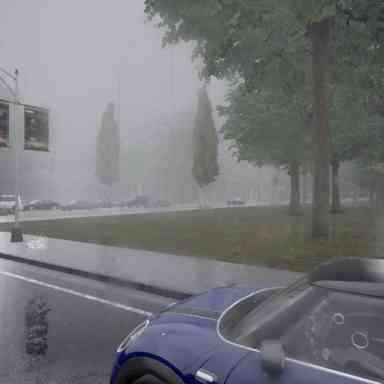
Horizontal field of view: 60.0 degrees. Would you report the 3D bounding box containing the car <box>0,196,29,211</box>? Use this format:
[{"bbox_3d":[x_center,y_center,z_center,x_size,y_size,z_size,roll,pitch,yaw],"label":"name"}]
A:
[{"bbox_3d":[-21.033,1.399,35.541,2.150,2.045,5.566,0,0,34],"label":"car"}]

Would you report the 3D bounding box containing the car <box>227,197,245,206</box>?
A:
[{"bbox_3d":[8.852,1.818,66.558,2.097,1.767,4.553,0,-1,35],"label":"car"}]

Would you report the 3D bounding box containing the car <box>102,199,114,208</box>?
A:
[{"bbox_3d":[-14.040,1.836,51.185,1.994,1.385,4.181,0,0,35],"label":"car"}]

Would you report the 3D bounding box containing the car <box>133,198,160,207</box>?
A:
[{"bbox_3d":[-8.090,1.836,59.626,2.128,1.511,4.902,0,0,36],"label":"car"}]

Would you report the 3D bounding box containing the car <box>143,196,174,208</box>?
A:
[{"bbox_3d":[-4.876,1.796,52.611,2.128,1.511,4.902,0,0,35],"label":"car"}]

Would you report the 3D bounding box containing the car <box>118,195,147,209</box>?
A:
[{"bbox_3d":[-9.075,1.514,52.606,2.150,2.045,5.566,0,0,36],"label":"car"}]

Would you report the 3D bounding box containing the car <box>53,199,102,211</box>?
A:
[{"bbox_3d":[-15.067,1.778,44.055,2.033,1.411,5.357,0,0,35],"label":"car"}]

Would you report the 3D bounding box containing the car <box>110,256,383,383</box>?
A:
[{"bbox_3d":[1.436,1.352,2.665,4.553,1.767,2.097,0,0,36],"label":"car"}]

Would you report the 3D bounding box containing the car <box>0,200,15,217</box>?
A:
[{"bbox_3d":[-19.623,1.725,31.965,1.994,1.385,4.181,0,0,38],"label":"car"}]

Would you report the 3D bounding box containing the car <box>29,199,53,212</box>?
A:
[{"bbox_3d":[-19.724,1.695,43.067,1.882,1.535,5.008,0,0,35],"label":"car"}]
